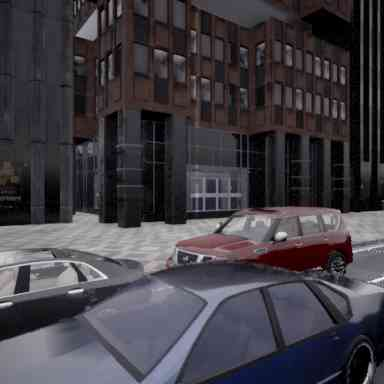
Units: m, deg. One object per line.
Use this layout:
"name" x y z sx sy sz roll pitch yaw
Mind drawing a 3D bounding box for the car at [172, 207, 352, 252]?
"car" 1.846 1.315 7.961 5.009 1.841 2.192 0 0 -35

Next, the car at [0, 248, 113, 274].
"car" -2.722 1.551 4.705 4.403 1.369 2.008 0 0 -35

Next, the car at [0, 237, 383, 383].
"car" 0.221 1.547 3.532 5.357 1.411 2.033 0 0 -35
